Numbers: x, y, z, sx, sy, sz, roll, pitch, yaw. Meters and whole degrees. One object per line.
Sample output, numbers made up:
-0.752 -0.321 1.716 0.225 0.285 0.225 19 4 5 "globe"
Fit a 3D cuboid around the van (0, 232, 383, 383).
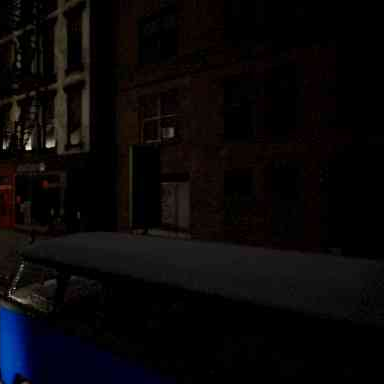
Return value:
-0.105 1.339 2.885 3.998 1.788 1.690 0 0 36 "van"
